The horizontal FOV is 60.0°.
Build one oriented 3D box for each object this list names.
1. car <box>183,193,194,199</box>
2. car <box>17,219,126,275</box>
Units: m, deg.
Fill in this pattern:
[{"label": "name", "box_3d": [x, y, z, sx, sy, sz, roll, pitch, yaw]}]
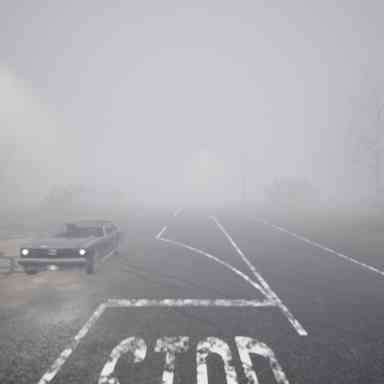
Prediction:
[{"label": "car", "box_3d": [-1.480, 1.383, 94.988, 1.895, 1.301, 4.718, 0, 0, 8]}, {"label": "car", "box_3d": [-3.473, 1.583, 10.528, 1.895, 1.301, 4.718, 0, 0, 0]}]
